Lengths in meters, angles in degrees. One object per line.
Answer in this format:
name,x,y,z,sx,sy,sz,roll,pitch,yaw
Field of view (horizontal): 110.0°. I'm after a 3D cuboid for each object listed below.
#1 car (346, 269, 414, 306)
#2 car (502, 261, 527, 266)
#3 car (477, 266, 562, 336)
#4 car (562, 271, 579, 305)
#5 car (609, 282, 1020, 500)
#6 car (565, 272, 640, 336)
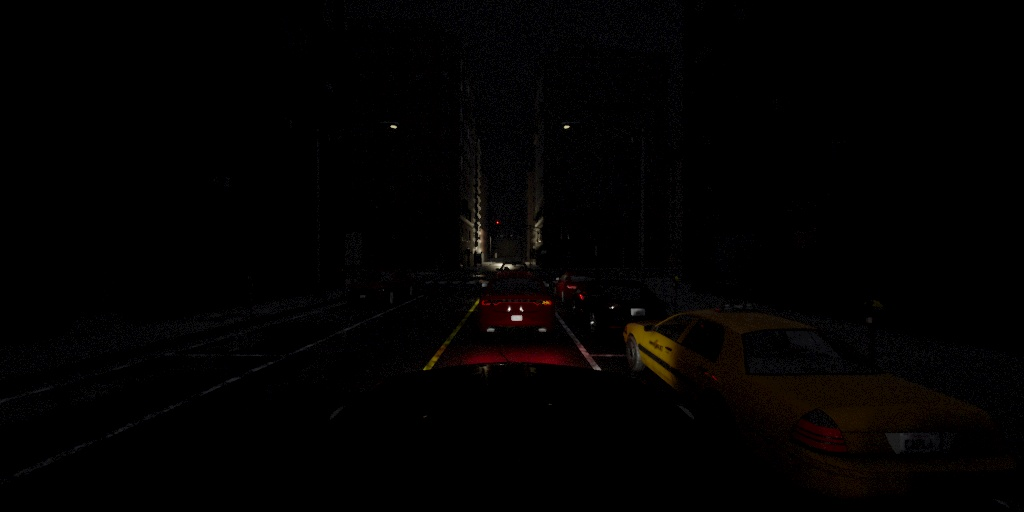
car,-5.654,1.290,15.837,1.888,1.381,4.507,0,0,0
car,0.121,1.096,20.751,2.097,1.767,4.553,0,0,0
car,0.106,1.225,10.421,1.882,1.535,5.008,0,0,0
car,2.891,1.327,15.828,1.802,1.307,4.207,0,0,0
car,2.875,1.274,4.826,1.751,1.417,4.829,0,0,0
car,2.883,1.313,10.242,1.948,1.339,4.313,0,0,0
